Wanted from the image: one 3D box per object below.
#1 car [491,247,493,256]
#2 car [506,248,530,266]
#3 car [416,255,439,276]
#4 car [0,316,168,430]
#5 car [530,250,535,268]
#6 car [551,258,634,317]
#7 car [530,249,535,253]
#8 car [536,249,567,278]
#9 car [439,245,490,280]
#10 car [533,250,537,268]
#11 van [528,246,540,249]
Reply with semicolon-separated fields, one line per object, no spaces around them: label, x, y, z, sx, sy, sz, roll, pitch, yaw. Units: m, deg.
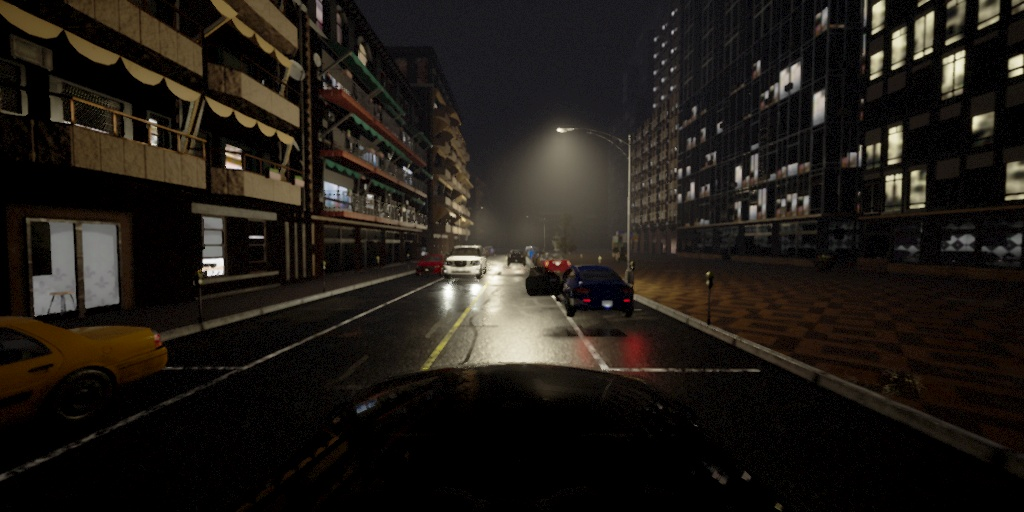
car;-4.940;-0.558;63.827;1.948;1.339;4.313;0;0;1
car;0.472;0.184;36.512;2.128;1.511;4.902;0;2;1
car;-5.409;0.575;25.161;1.888;1.381;4.507;0;0;1
car;-5.679;1.229;2.897;1.751;1.417;4.829;0;0;1
car;3.104;0.288;36.107;1.802;1.307;4.207;0;0;1
car;2.469;0.977;11.467;1.812;1.442;4.674;0;2;1
car;3.171;0.122;41.630;1.802;1.307;4.207;0;0;1
car;2.970;0.479;25.059;1.967;1.591;4.097;0;0;1
car;-2.843;0.323;22.799;2.150;2.045;5.566;0;2;1
car;3.039;0.398;30.753;1.751;1.417;4.829;0;0;1
van;3.306;-0.448;52.678;1.690;1.789;3.998;0;0;1
